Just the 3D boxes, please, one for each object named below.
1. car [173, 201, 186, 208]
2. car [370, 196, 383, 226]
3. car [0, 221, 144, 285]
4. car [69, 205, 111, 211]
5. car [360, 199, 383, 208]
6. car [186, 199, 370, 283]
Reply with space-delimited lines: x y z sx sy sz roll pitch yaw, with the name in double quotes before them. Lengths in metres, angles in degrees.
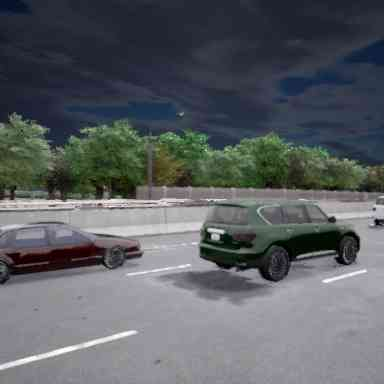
"car" 0.051 1.573 38.430 4.892 1.490 1.837 0 0 -35
"car" 14.456 1.297 22.668 5.566 2.045 2.150 0 0 -36
"car" -4.112 1.556 9.410 5.357 1.411 2.033 0 0 -36
"car" -6.753 1.548 20.672 4.674 1.442 1.812 0 0 -36
"car" 33.762 2.161 62.382 4.902 1.511 2.128 1 -1 -36
"car" 2.779 1.243 10.031 5.566 2.045 2.150 0 0 -36
